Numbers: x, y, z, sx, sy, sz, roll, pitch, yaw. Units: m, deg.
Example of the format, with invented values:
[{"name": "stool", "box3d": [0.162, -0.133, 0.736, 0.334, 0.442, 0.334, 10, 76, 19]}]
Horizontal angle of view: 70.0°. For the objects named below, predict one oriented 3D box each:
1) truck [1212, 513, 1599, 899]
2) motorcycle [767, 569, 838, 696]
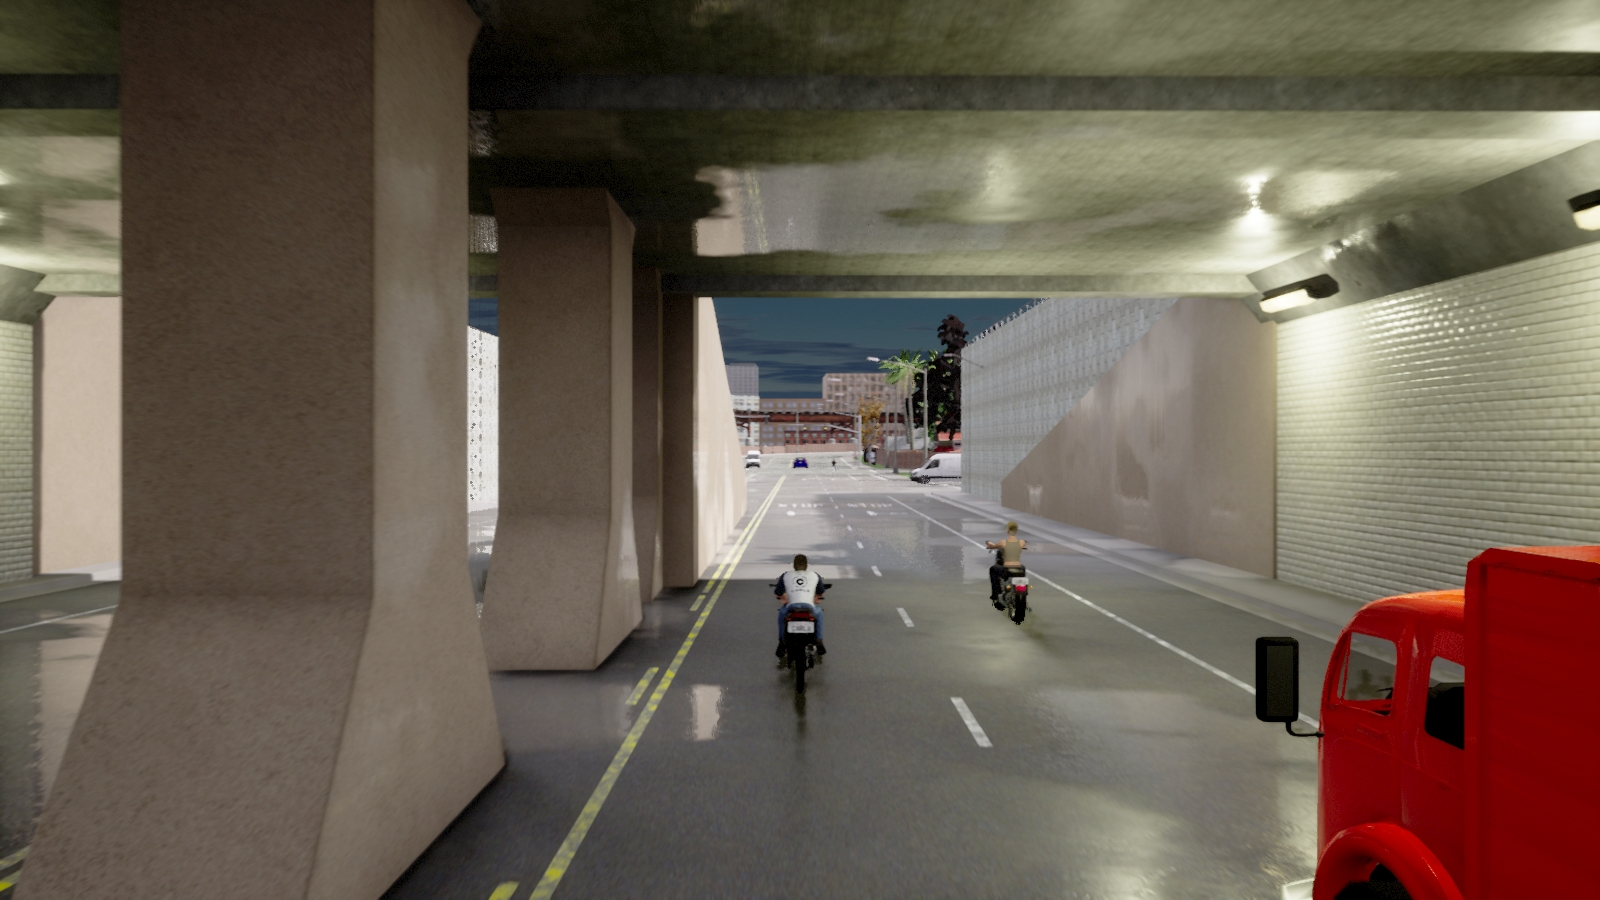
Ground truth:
[{"name": "truck", "box3d": [3.504, 1.568, 3.463, 2.627, 2.467, 5.204, 0, 0, 0]}, {"name": "motorcycle", "box3d": [0.026, 2.174, 13.960, 0.803, 1.224, 2.033, 0, 0, 0]}]
